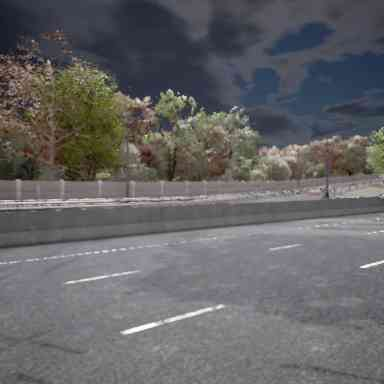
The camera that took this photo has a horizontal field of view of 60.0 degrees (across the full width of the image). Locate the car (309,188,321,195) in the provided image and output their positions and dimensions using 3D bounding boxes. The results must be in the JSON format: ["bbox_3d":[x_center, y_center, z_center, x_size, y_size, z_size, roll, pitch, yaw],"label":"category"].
[{"bbox_3d":[28.613,-0.149,77.440,2.097,1.767,4.553,0,1,32],"label":"car"}]
